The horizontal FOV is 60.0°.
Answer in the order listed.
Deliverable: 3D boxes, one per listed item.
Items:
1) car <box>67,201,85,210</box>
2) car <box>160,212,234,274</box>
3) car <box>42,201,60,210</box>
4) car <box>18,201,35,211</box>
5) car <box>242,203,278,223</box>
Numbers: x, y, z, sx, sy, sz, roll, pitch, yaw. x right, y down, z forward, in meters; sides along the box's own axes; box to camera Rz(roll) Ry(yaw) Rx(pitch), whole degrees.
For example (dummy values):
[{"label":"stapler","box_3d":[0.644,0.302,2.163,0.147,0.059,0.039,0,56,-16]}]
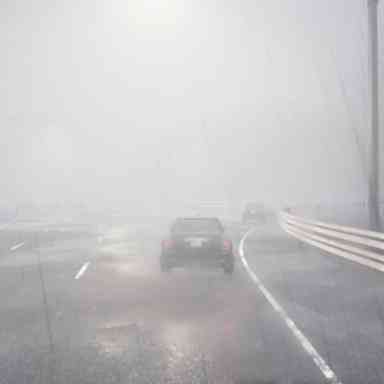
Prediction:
[{"label":"car","box_3d":[-19.151,2.150,54.691,1.882,1.535,5.008,0,-1,-35]},{"label":"car","box_3d":[0.254,1.491,11.308,2.097,1.767,4.553,0,-1,4]},{"label":"car","box_3d":[-22.803,2.210,53.862,2.033,1.411,5.357,0,-1,-35]},{"label":"car","box_3d":[-26.359,2.142,52.890,2.128,1.511,4.902,0,-1,-35]},{"label":"car","box_3d":[6.078,1.711,29.379,2.097,1.767,4.553,0,-1,29]}]
